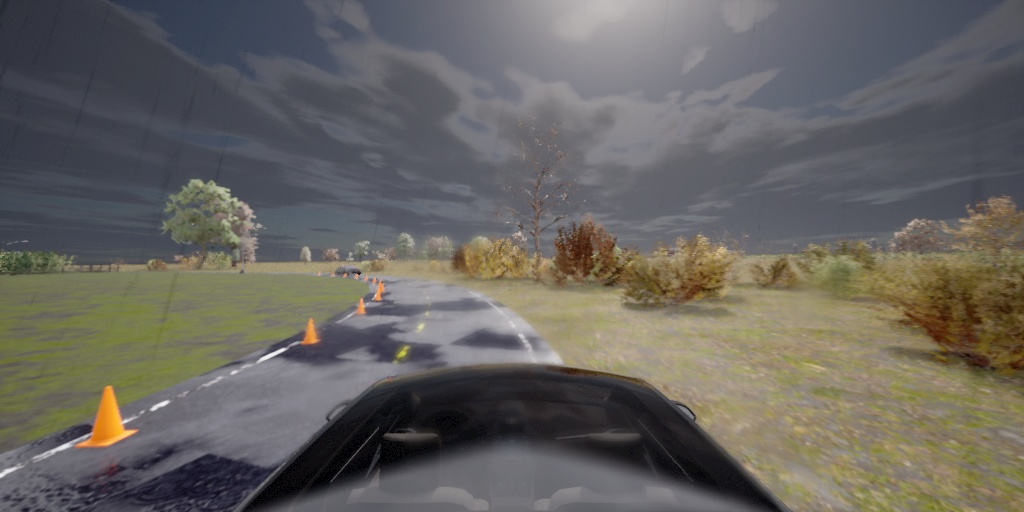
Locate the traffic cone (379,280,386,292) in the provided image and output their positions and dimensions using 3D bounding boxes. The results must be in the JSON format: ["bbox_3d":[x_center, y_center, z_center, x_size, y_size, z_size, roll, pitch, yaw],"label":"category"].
[{"bbox_3d":[-8.251,1.993,22.871,0.340,0.580,0.340,0,0,-20],"label":"traffic cone"}]

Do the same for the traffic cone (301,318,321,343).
[{"bbox_3d":[-4.945,1.820,8.829,0.340,0.580,0.340,0,0,-7],"label":"traffic cone"}]

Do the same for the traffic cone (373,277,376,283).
[{"bbox_3d":[-12.133,2.105,31.682,0.340,0.580,0.340,0,0,-28],"label":"traffic cone"}]

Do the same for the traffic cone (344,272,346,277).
[{"bbox_3d":[-20.263,2.274,43.598,0.340,0.580,0.340,0,0,-41],"label":"traffic cone"}]

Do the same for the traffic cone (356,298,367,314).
[{"bbox_3d":[-5.702,1.877,13.586,0.340,0.580,0.340,0,0,-11],"label":"traffic cone"}]

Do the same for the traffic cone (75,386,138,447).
[{"bbox_3d":[-4.540,1.763,4.029,0.340,0.580,0.340,0,0,-3],"label":"traffic cone"}]

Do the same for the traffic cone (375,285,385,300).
[{"bbox_3d":[-6.806,1.935,18.276,0.340,0.580,0.340,0,0,-15],"label":"traffic cone"}]

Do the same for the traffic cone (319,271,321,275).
[{"bbox_3d":[-27.049,2.392,50.428,0.340,0.580,0.340,0,0,41],"label":"traffic cone"}]

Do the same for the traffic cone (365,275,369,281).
[{"bbox_3d":[-14.548,2.160,35.850,0.340,0.580,0.340,0,0,-32],"label":"traffic cone"}]

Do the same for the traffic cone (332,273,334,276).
[{"bbox_3d":[-23.531,2.333,47.137,0.340,0.580,0.340,0,0,-45],"label":"traffic cone"}]

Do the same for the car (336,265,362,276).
[{"bbox_3d":[-22.139,1.954,48.587,2.033,1.411,5.357,1,-2,-45],"label":"car"}]

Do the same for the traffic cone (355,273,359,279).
[{"bbox_3d":[-17.263,2.216,39.829,0.340,0.580,0.340,0,0,-36],"label":"traffic cone"}]
